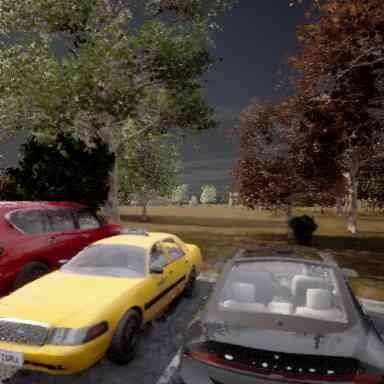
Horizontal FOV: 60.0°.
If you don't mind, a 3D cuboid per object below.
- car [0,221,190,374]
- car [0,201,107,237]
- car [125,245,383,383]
[{"bbox_3d":[-1.210,1.487,6.172,1.946,1.575,5.366,1,-1,16],"label":"car"},{"bbox_3d":[-3.563,1.245,8.128,2.435,2.045,5.566,0,-1,16],"label":"car"},{"bbox_3d":[1.241,1.490,4.609,2.231,1.521,4.892,0,-1,16],"label":"car"}]
